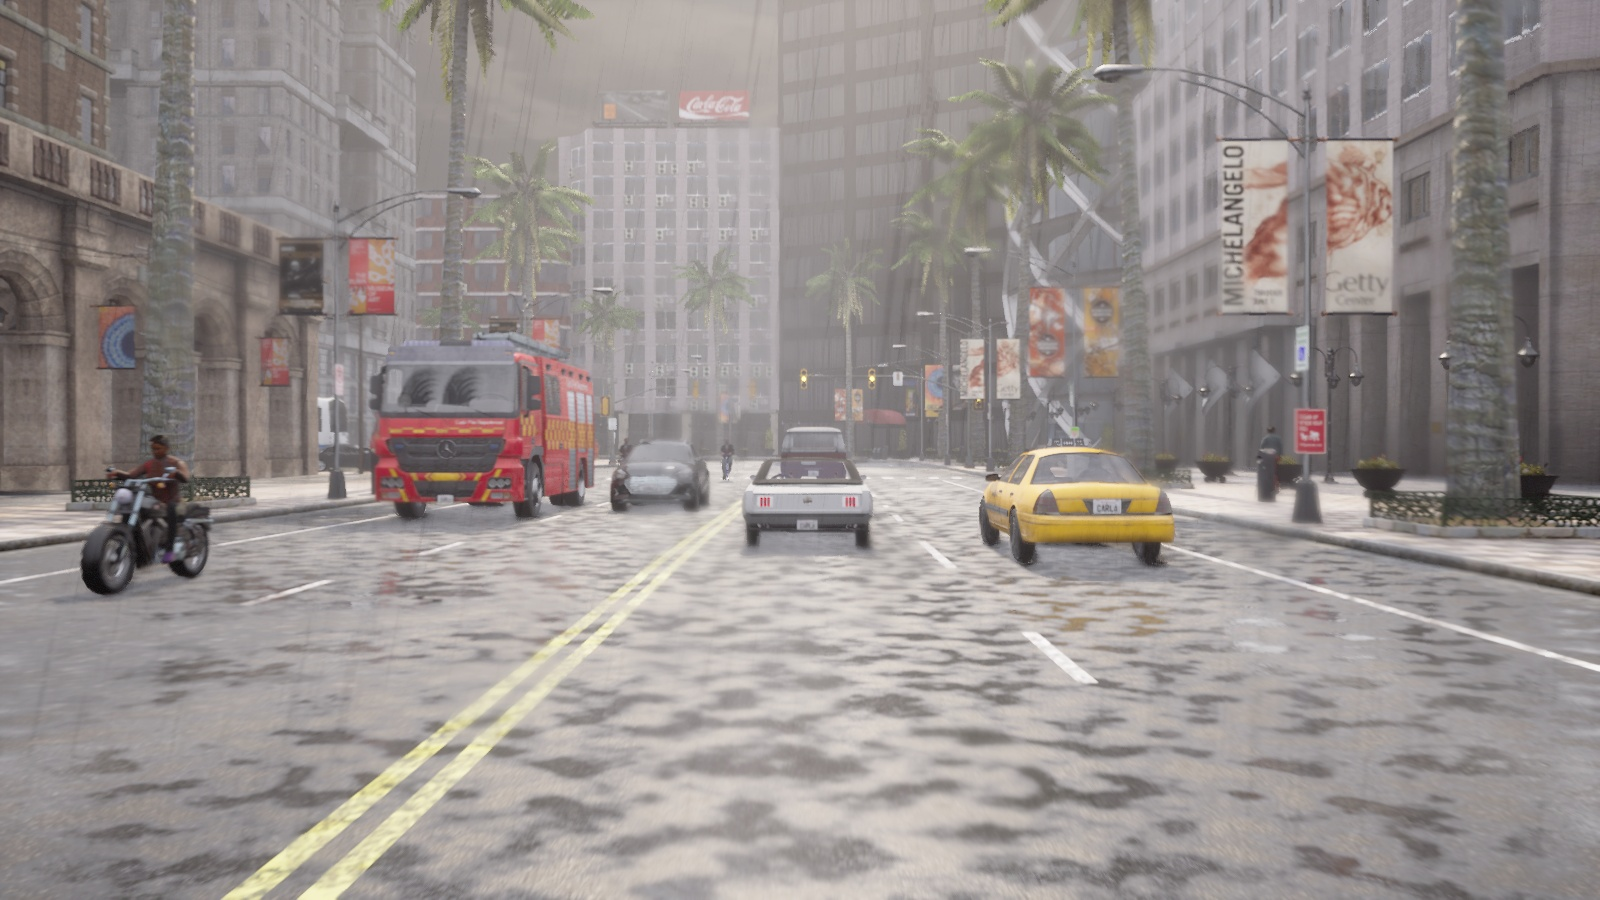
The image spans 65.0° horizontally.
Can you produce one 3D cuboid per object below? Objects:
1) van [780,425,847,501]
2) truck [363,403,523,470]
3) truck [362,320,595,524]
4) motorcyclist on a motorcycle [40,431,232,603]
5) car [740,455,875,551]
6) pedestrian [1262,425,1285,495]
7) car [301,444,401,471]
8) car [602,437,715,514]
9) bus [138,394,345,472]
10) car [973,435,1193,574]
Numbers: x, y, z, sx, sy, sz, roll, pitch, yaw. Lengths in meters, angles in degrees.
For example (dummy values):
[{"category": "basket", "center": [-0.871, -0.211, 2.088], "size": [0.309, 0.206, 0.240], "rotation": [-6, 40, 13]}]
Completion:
[{"category": "van", "center": [0.397, 0.336, 35.411], "size": [1.775, 1.987, 4.442], "rotation": [0, 0, 1]}, {"category": "truck", "center": [-20.669, -0.773, 73.082], "size": [8.468, 3.827, 2.891], "rotation": [0, 0, 1]}, {"category": "truck", "center": [-6.730, -0.552, 27.812], "size": [2.891, 3.827, 8.468], "rotation": [0, 0, 1]}, {"category": "motorcyclist on a motorcycle", "center": [-6.922, 0.631, 13.254], "size": [0.766, 1.649, 2.350], "rotation": [0, 1, 0]}, {"category": "car", "center": [0.136, 0.755, 19.950], "size": [1.895, 1.301, 4.718], "rotation": [0, 0, 1]}, {"category": "pedestrian", "center": [12.642, 0.258, 33.548], "size": [0.353, 1.847, 0.614], "rotation": [0, 0, -1]}, {"category": "car", "center": [-24.891, 0.408, 69.659], "size": [4.892, 1.490, 1.837], "rotation": [0, 0, 1]}, {"category": "car", "center": [-3.203, 0.538, 29.326], "size": [2.033, 1.649, 4.856], "rotation": [0, 0, 1]}, {"category": "bus", "center": [-32.447, -0.996, 73.324], "size": [10.273, 4.253, 3.944], "rotation": [1, 0, 0]}, {"category": "car", "center": [3.603, 0.610, 17.018], "size": [1.801, 1.575, 5.366], "rotation": [0, 0, 0]}]
